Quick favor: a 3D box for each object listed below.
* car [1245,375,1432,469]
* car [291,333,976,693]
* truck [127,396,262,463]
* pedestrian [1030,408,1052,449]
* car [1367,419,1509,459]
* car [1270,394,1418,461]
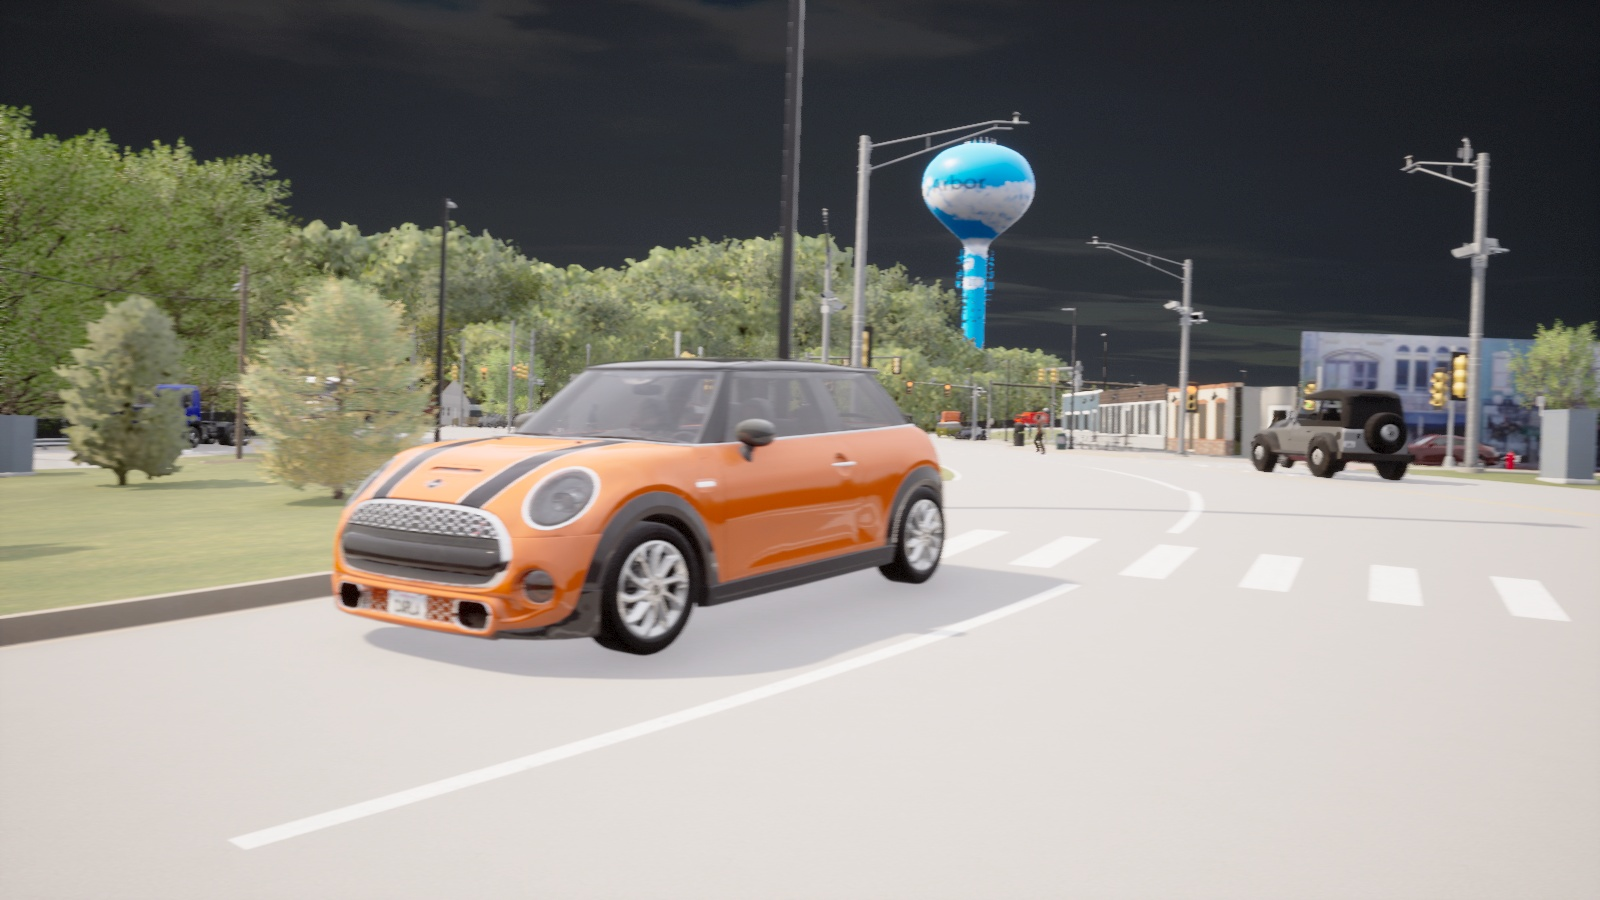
[{"bbox_3d":[11.591,-0.618,27.342,1.905,1.878,3.866,1,2,-9],"label":"car"},{"bbox_3d":[-0.778,0.172,8.590,2.097,1.767,4.553,1,4,35],"label":"car"},{"bbox_3d":[-33.187,-1.203,69.239,2.891,3.462,7.936,1,2,6],"label":"truck"},{"bbox_3d":[10.720,-0.950,55.858,0.869,1.805,0.328,1,0,2],"label":"pedestrian"},{"bbox_3d":[25.337,-0.433,49.978,4.674,1.442,1.812,1,0,0],"label":"car"},{"bbox_3d":[14.118,-0.599,32.853,1.851,1.617,3.988,1,1,-5],"label":"car"}]
